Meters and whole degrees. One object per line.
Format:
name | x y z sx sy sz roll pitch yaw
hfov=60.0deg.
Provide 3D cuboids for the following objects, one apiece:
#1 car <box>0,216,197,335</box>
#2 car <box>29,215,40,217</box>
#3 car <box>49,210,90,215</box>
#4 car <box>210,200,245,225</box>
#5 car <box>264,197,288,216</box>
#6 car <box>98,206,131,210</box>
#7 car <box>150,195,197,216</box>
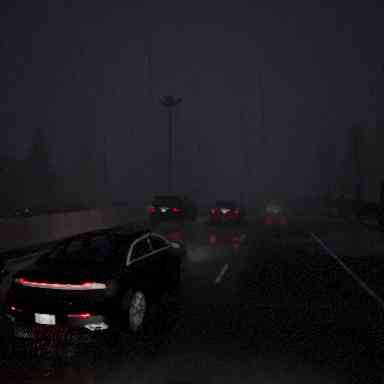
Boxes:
car | -1.421 1.496 6.837 2.128 1.511 4.902 0 0 13
car | -14.134 1.551 30.193 1.812 1.442 4.674 0 0 13
car | -10.768 1.587 29.226 1.994 1.385 4.181 0 0 13
car | 2.690 1.366 24.382 2.097 1.767 4.553 0 0 13
car | 8.222 1.543 32.686 1.812 1.442 4.674 0 0 13
car | -6.913 1.623 30.324 1.895 1.301 4.718 0 0 13
car | -1.150 1.239 23.334 2.150 2.045 5.566 0 0 13
